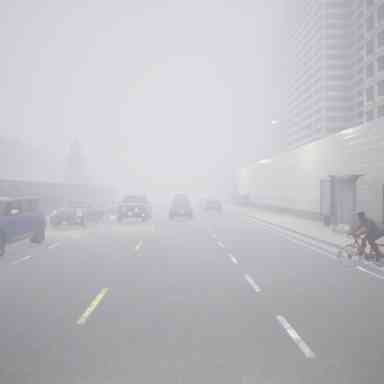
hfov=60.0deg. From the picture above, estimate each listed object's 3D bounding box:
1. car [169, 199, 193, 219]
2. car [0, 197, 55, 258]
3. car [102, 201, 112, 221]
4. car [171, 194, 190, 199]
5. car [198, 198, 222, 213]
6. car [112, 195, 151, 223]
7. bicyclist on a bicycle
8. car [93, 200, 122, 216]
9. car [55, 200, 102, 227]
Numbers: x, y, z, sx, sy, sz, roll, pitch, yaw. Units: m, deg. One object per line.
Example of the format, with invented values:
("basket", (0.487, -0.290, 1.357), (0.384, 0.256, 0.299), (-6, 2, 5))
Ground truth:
("car", (-0.948, 1.555, 28.923), (1.994, 1.385, 4.181), (0, 0, -2))
("car", (-7.541, 1.220, 12.790), (2.150, 2.045, 5.566), (0, 0, -2))
("car", (-7.987, 1.558, 27.170), (1.994, 1.385, 4.181), (0, 0, -2))
("car", (-1.473, 1.211, 43.139), (2.150, 2.045, 5.566), (0, 0, -4))
("car", (2.221, 1.481, 37.717), (2.128, 1.511, 4.902), (0, 0, -2))
("car", (-4.454, 1.220, 26.114), (2.150, 2.045, 5.566), (0, 0, -2))
("bicyclist on a bicycle", (5.055, 1.401, 9.652), (1.656, 1.620, 0.582), (0, 0, -2))
("car", (-8.255, 1.556, 32.873), (1.994, 1.385, 4.181), (0, 0, -2))
("car", (-7.907, 1.346, 22.690), (2.097, 1.767, 4.553), (0, 0, -2))
